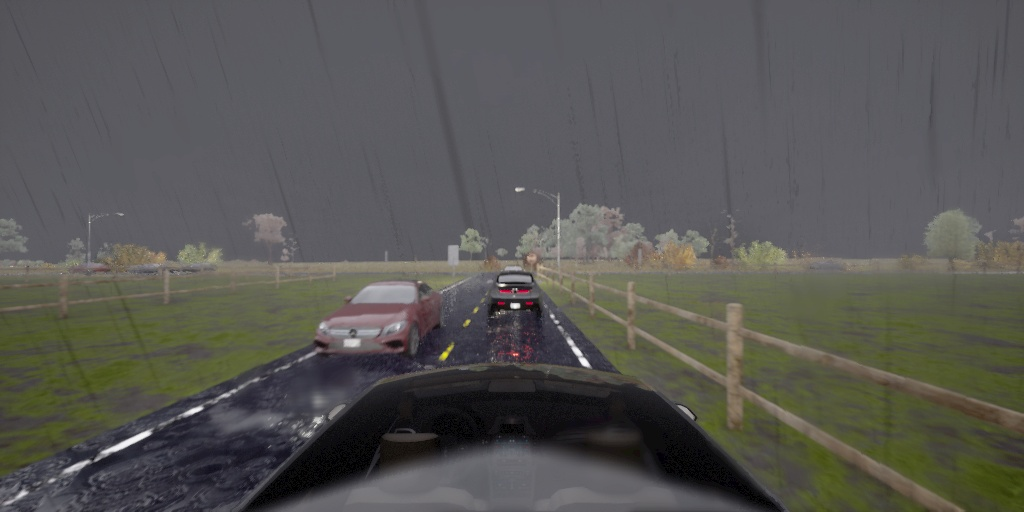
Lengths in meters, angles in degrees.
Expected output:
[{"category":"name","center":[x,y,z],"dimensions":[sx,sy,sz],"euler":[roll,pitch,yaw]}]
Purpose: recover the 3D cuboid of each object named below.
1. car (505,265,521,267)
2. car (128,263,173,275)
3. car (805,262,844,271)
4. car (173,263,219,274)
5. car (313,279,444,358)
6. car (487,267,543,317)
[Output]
[{"category":"car","center":[0.104,1.421,28.178],"dimensions":[2.033,1.411,5.357],"euler":[0,0,0]},{"category":"car","center":[-45.476,1.633,45.651],"dimensions":[5.357,1.411,2.033],"euler":[0,0,1]},{"category":"car","center":[41.700,1.446,47.769],"dimensions":[4.181,1.385,1.994],"euler":[0,0,1]},{"category":"car","center":[-42.246,1.612,48.411],"dimensions":[4.674,1.442,1.812],"euler":[0,0,1]},{"category":"car","center":[-2.850,1.309,8.728],"dimensions":[1.812,1.442,4.674],"euler":[0,0,0]},{"category":"car","center":[0.103,1.310,13.514],"dimensions":[1.837,1.490,4.892],"euler":[0,0,0]}]
